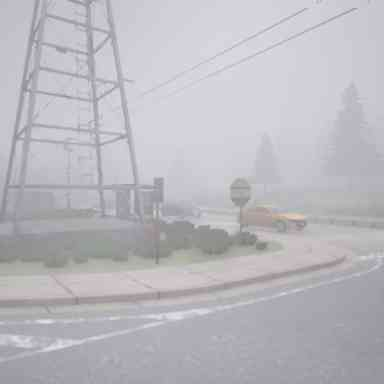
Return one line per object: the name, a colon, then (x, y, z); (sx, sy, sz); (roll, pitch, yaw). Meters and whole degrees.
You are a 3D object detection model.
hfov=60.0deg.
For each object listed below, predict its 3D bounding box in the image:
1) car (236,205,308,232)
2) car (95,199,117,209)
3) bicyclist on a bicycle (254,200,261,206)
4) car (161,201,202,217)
car: (4.989, 1.598, 21.247); (1.882, 1.535, 5.008); (1, 0, -34)
car: (-11.377, 1.692, 45.764); (4.181, 1.385, 1.994); (0, 0, 8)
bicyclist on a bicycle: (6.223, 1.578, 31.894); (1.656, 1.620, 0.582); (-6, 4, -34)
car: (-1.013, 1.614, 30.054); (2.128, 1.511, 4.902); (1, 0, -34)
